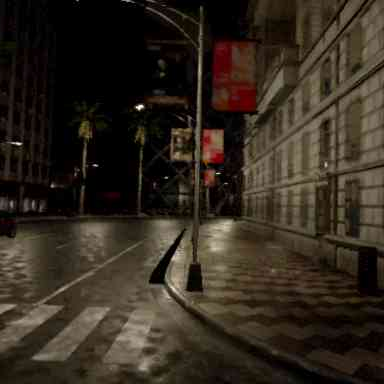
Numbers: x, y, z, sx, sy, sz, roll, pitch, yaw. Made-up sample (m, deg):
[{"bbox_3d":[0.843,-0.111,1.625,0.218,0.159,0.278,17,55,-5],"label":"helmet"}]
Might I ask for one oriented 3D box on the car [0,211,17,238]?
[{"bbox_3d":[-12.003,1.830,18.849,2.097,1.767,4.553,2,-3,2],"label":"car"}]
